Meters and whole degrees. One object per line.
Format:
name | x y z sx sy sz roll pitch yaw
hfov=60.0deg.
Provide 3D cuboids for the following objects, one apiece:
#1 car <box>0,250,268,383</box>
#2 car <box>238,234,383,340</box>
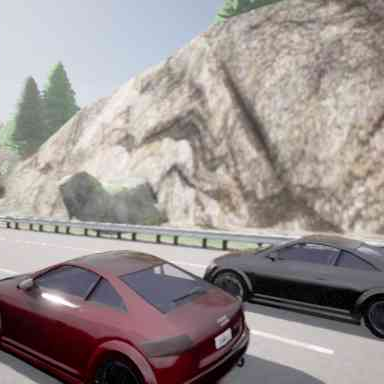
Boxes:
car | -1.315 1.556 4.739 4.181 1.385 1.994 0 0 34
car | 2.302 1.549 6.511 4.181 1.385 1.994 0 0 35
